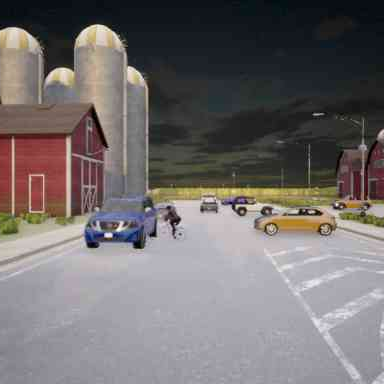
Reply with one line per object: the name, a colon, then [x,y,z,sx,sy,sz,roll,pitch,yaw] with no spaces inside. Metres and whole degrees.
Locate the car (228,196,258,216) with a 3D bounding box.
car: [5.661,1.313,31.341,3.866,1.878,1.905,0,0,4]

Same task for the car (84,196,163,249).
car: [-2.893,1.221,14.859,2.150,2.045,5.566,0,0,3]

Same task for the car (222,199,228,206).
car: [7.076,1.480,55.506,4.611,1.667,2.242,0,0,4]

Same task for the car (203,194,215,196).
car: [2.396,1.221,46.284,2.150,2.045,5.566,0,0,4]

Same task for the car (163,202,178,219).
car: [-2.163,1.526,26.848,1.812,1.442,4.674,0,0,3]

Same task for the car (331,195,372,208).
car: [19.488,1.310,40.740,4.605,1.855,1.932,0,0,4]

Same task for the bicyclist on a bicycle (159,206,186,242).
bicyclist on a bicycle: [-0.920,1.453,15.291,1.656,1.620,0.582,-1,0,37]

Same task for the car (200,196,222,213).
car: [1.902,1.492,36.205,2.128,1.511,4.902,0,0,3]

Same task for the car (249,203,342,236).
car: [5.441,1.506,17.849,4.193,1.474,1.816,0,0,4]
